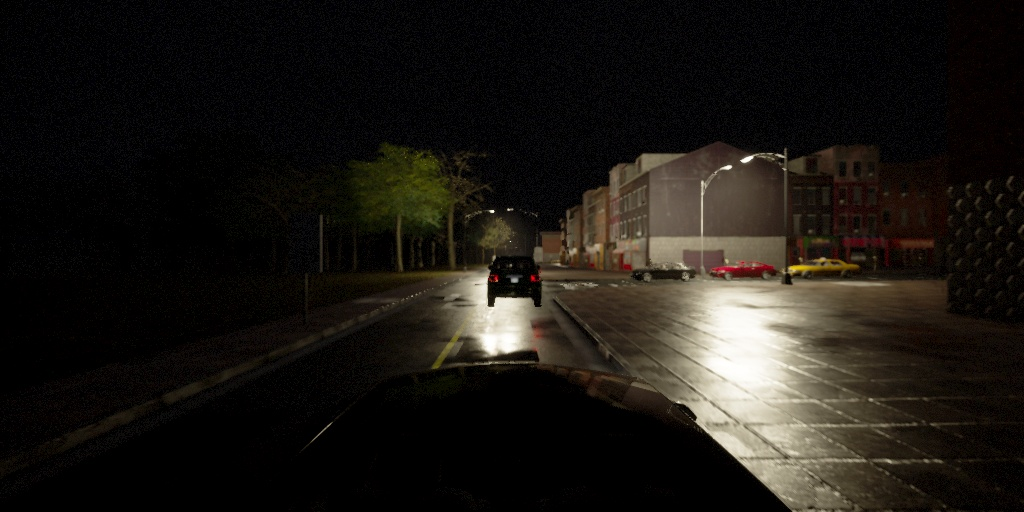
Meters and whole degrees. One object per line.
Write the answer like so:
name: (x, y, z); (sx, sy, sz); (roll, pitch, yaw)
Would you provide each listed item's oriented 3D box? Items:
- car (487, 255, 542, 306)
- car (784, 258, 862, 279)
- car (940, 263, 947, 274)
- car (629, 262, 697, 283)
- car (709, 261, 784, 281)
car: (0.097, 0.995, 15.884); (2.150, 2.045, 5.566); (0, 0, 0)
car: (21.338, 0.815, 24.906); (4.829, 1.417, 1.751); (0, 0, 0)
car: (32.570, 0.618, 24.901); (4.313, 1.339, 1.948); (0, 0, 0)
car: (10.445, 1.079, 24.912); (4.403, 1.370, 2.007); (0, 0, 0)
car: (15.976, 0.991, 24.909); (4.207, 1.307, 1.802); (0, 0, 0)
